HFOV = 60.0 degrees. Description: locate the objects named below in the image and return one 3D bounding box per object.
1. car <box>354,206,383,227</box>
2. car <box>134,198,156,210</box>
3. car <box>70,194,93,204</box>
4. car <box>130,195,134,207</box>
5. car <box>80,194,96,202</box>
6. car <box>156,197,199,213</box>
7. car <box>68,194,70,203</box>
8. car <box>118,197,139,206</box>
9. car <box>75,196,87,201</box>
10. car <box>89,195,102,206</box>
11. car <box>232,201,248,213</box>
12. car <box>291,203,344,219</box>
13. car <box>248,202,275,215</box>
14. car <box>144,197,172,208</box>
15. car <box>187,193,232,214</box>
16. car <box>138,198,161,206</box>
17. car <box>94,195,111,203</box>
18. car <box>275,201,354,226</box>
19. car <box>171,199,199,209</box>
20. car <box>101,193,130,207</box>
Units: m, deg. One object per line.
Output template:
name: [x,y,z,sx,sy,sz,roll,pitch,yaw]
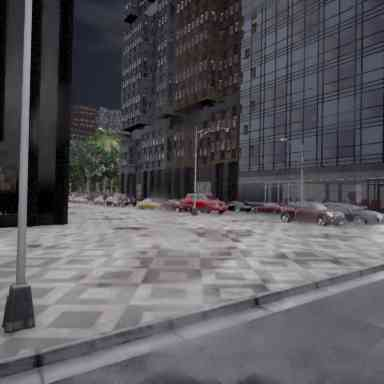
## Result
car: [10.464,1.494,23.099,2.128,1.511,4.902,2,-1,-40]
car: [-4.717,1.467,39.534,1.752,1.417,4.829,2,-1,-36]
car: [-20.660,1.474,61.867,1.752,1.417,4.829,2,-1,-36]
car: [-10.741,1.227,52.737,2.150,2.045,5.566,2,-1,-35]
car: [-26.565,1.487,84.814,2.192,1.841,5.009,2,-1,-36]
car: [-1.628,1.483,35.206,1.887,1.381,4.507,2,-1,-36]
car: [-23.946,1.388,66.473,1.967,1.590,4.097,2,-1,-36]
car: [-11.310,1.626,58.684,1.812,1.442,4.674,2,-1,-36]
car: [-29.856,1.697,89.415,1.752,1.417,4.829,2,-1,-36]
car: [-14.383,1.531,53.071,1.802,1.307,4.206,2,-1,-36]
car: [5.310,1.729,40.154,1.947,1.339,4.313,2,-1,-36]
car: [11.686,1.722,31.223,1.947,1.339,4.313,2,-1,-36]
car: [8.498,1.742,35.688,1.802,1.307,4.206,2,-1,-36]
car: [-5.231,1.591,50.242,2.128,1.511,4.902,2,-1,-35]
car: [1.348,1.220,35.636,2.150,2.045,5.566,2,0,-35]
car: [-7.442,1.724,58.017,2.008,1.369,4.403,2,-1,-36]
car: [-20.366,1.515,75.484,2.097,1.767,4.553,2,-1,-36]
car: [7.922,1.369,21.835,1.967,1.590,4.097,2,-1,-37]
car: [-1.065,1.720,49.085,2.008,1.369,4.403,2,-1,-36]
car: [-11.192,1.388,48.607,1.967,1.590,4.097,2,-1,-36]
